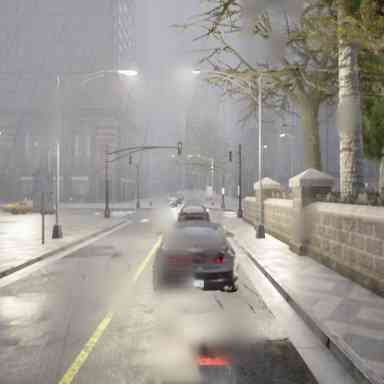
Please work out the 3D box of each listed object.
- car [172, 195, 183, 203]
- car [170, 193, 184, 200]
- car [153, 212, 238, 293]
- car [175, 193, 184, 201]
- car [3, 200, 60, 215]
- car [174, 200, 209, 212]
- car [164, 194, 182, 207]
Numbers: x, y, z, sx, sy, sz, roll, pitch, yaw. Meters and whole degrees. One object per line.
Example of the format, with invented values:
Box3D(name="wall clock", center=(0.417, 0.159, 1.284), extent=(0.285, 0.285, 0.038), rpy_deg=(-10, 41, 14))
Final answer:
Box3D(name="car", center=(-3.043, 1.434, 70.028), extent=(2.128, 1.511, 4.902), rpy_deg=(0, 0, 0))
Box3D(name="car", center=(-3.106, 1.187, 60.034), extent=(2.150, 2.045, 5.566), rpy_deg=(0, 0, 1))
Box3D(name="car", center=(0.094, 1.520, 8.847), extent=(1.837, 1.490, 4.892), rpy_deg=(0, 0, 0))
Box3D(name="car", center=(-3.049, 1.185, 80.316), extent=(2.097, 1.767, 4.553), rpy_deg=(0, 0, 0))
Box3D(name="car", center=(-14.951, 1.448, 31.144), extent=(4.829, 1.417, 1.752), rpy_deg=(1, -1, 0))
Box3D(name="car", center=(0.088, 1.511, 21.103), extent=(1.882, 1.535, 5.008), rpy_deg=(0, 0, 0))
Box3D(name="car", center=(-3.121, 1.504, 50.148), extent=(2.128, 1.511, 4.902), rpy_deg=(0, 0, 0))
